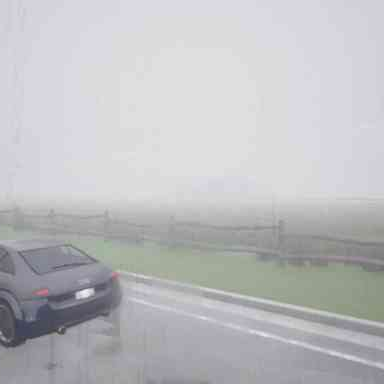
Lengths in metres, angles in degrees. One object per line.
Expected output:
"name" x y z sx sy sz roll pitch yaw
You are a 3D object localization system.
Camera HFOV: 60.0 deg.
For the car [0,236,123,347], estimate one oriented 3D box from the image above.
"car" -3.288 1.565 6.384 4.181 1.385 1.994 0 0 36
